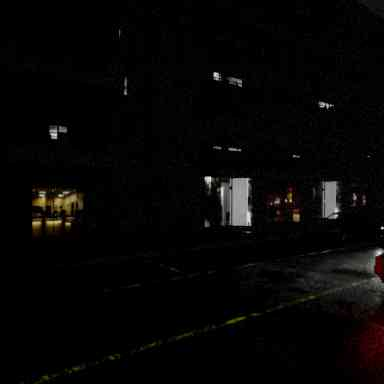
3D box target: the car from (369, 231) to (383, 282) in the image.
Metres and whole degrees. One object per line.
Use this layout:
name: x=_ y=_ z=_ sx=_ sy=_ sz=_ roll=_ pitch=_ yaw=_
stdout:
car: x=6.387 y=1.601 z=7.867 sx=4.718 sy=1.301 sz=1.895 roll=0 pitch=0 yaw=-35

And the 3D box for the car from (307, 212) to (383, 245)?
car: x=7.172 y=1.583 z=15.538 sx=4.206 sy=1.307 sz=1.802 roll=0 pitch=0 yaw=-35
